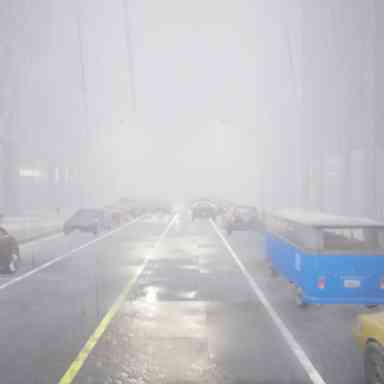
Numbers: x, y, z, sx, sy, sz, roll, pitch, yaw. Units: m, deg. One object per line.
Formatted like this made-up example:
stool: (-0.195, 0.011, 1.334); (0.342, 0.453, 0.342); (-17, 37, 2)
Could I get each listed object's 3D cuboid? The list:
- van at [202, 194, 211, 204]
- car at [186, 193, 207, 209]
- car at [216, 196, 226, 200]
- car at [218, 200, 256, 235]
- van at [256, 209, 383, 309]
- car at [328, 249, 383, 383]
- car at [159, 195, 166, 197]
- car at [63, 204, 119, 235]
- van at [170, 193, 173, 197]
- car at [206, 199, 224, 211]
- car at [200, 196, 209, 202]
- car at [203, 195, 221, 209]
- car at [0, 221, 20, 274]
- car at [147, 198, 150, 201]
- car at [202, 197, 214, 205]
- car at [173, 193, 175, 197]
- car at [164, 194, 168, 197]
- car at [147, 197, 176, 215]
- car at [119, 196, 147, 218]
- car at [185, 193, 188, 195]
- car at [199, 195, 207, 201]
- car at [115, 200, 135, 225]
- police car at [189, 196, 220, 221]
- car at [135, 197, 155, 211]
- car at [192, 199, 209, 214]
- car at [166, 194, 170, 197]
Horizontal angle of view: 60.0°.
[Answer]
van: (2.771, 1.375, 63.960); (1.690, 1.788, 3.998); (0, 0, 0)
car: (0.653, 1.374, 43.090); (2.097, 1.767, 4.553); (0, 0, -5)
car: (2.768, 1.455, 30.139); (1.967, 1.590, 4.097); (0, 0, 0)
car: (2.767, 1.449, 18.866); (1.967, 1.590, 4.097); (0, 0, 0)
van: (2.767, 1.344, 7.593); (1.690, 1.788, 3.998); (0, 0, 0)
car: (2.766, 1.526, 2.126); (1.752, 1.417, 4.829); (0, 0, 0)
car: (-5.756, 1.578, 52.676); (2.008, 1.369, 4.403); (0, 0, 0)
car: (-5.758, 1.575, 18.858); (1.947, 1.339, 4.313); (0, 0, 0)
van: (-5.754, 1.382, 75.222); (1.690, 1.788, 3.998); (0, 0, 0)
car: (2.768, 1.566, 41.413); (1.887, 1.381, 4.507); (0, 0, 0)
car: (2.771, 1.606, 75.233); (1.947, 1.339, 4.313); (0, 0, 0)
car: (2.769, 1.339, 47.050); (2.192, 1.841, 5.009); (0, 0, 0)
car: (-5.759, 1.443, 7.586); (1.967, 1.590, 4.097); (0, 0, 0)
car: (-5.757, 1.584, 35.767); (1.947, 1.339, 4.313); (0, 0, 0)
car: (2.769, 1.596, 58.323); (1.947, 1.339, 4.313); (0, 0, 0)
car: (-5.754, 1.569, 80.688); (1.752, 1.417, 4.829); (0, 0, 0)
car: (-5.755, 1.556, 58.142); (1.752, 1.417, 4.829); (0, 0, 0)
car: (-3.094, 1.564, 34.932); (2.033, 1.411, 5.357); (0, 0, 0)
car: (-5.757, 1.330, 30.131); (2.192, 1.841, 5.009); (0, 0, 0)
car: (0.005, 1.510, 62.043); (1.882, 1.535, 5.008); (0, 0, 0)
car: (2.771, 1.593, 86.507); (1.887, 1.381, 4.507); (0, 0, 0)
car: (-5.758, 1.556, 24.494); (1.887, 1.381, 4.507); (0, 0, 0)
police car: (0.902, 1.438, 27.320); (1.930, 1.638, 5.238); (0, 0, 0)
car: (-5.756, 1.461, 41.404); (1.967, 1.590, 4.097); (0, 0, 0)
car: (0.903, 1.524, 37.211); (1.837, 1.490, 4.892); (0, 0, 0)
car: (-5.755, 1.474, 63.949); (1.967, 1.590, 4.097); (0, 0, 0)
